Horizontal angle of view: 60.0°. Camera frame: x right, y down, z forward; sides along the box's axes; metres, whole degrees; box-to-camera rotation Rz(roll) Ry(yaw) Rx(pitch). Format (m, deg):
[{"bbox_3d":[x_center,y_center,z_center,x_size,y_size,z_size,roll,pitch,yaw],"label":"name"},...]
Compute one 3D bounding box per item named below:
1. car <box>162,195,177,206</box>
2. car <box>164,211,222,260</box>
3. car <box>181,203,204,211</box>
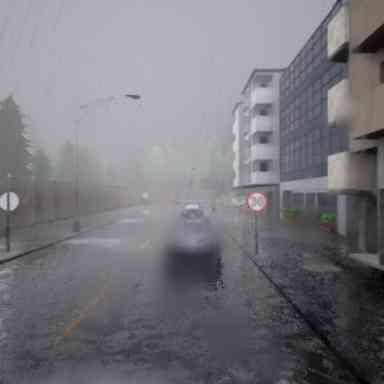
[{"bbox_3d":[-4.172,1.560,62.441,2.150,2.045,5.566,-1,0,4],"label":"car"},{"bbox_3d":[0.046,1.635,12.747,1.994,1.385,4.181,0,0,1],"label":"car"},{"bbox_3d":[0.053,1.679,28.198,1.812,1.442,4.674,0,0,1],"label":"car"}]
